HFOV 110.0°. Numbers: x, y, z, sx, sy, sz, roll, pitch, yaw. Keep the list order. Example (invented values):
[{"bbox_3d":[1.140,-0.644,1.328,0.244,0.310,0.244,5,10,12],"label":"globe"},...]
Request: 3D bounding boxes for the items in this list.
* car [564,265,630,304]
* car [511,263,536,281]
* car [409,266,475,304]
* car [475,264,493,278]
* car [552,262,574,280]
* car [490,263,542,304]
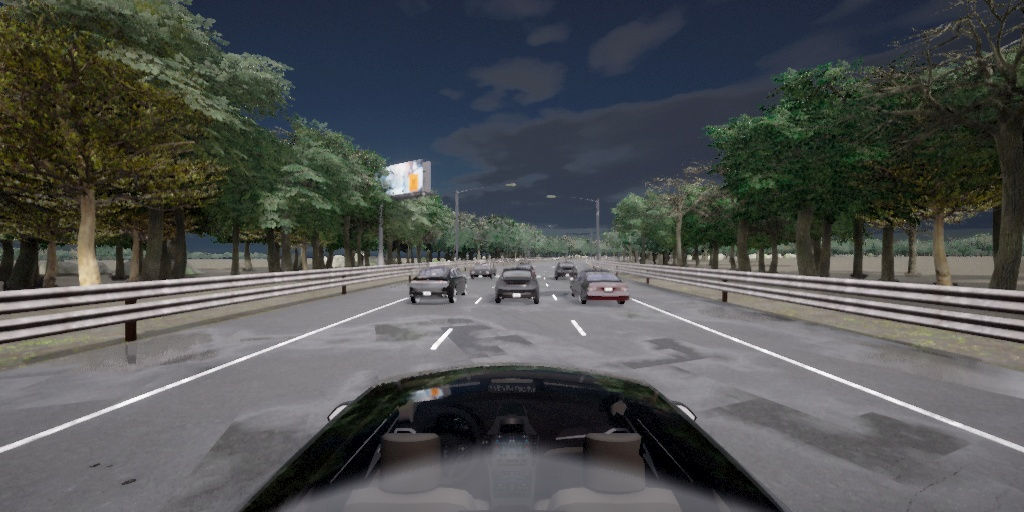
[{"bbox_3d":[3.768,1.312,16.163,2.033,1.411,5.357,0,0,2],"label":"car"},{"bbox_3d":[1.084,1.323,31.076,1.994,1.385,4.181,0,0,4],"label":"car"},{"bbox_3d":[-3.227,1.243,16.420,2.128,1.511,4.902,0,0,2],"label":"car"},{"bbox_3d":[-2.404,1.367,31.362,1.895,1.301,4.718,0,0,4],"label":"car"},{"bbox_3d":[4.575,1.268,30.820,1.837,1.490,4.892,0,0,4],"label":"car"},{"bbox_3d":[0.271,1.265,16.291,1.837,1.490,4.892,0,0,2],"label":"car"}]
